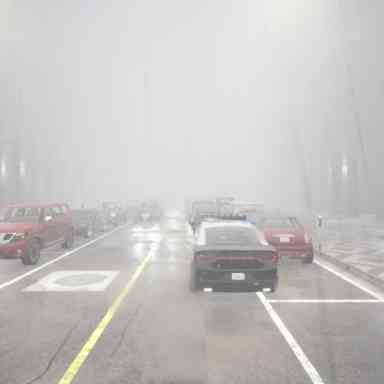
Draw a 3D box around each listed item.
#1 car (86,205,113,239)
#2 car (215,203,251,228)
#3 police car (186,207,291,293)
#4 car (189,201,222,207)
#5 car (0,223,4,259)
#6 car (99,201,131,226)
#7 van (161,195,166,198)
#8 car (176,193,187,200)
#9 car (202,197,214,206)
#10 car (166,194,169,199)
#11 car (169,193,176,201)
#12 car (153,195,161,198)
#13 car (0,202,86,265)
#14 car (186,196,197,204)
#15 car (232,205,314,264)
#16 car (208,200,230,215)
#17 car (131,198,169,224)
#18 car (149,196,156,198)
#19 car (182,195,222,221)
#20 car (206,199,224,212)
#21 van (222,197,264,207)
[{"bbox_3d":[-5.781,1.567,17.450,1.947,1.339,4.313,0,0,0],"label":"car"},{"bbox_3d":[2.737,1.546,23.106,1.887,1.381,4.507,0,0,0],"label":"car"},{"bbox_3d":[0.889,1.426,9.011,1.930,1.638,5.238,0,0,0],"label":"police car"},{"bbox_3d":[0.877,1.506,18.902,1.837,1.490,4.892,0,0,0],"label":"car"},{"bbox_3d":[-5.767,1.545,6.177,1.887,1.381,4.507,0,0,0],"label":"car"},{"bbox_3d":[-5.787,1.441,23.087,1.967,1.590,4.097,0,0,0],"label":"car"},{"bbox_3d":[-5.828,1.346,56.904,1.690,1.788,3.998,0,0,0],"label":"van"},{"bbox_3d":[-3.114,1.624,95.080,1.895,1.301,4.718,0,0,0],"label":"car"},{"bbox_3d":[2.696,1.570,56.927,1.947,1.339,4.313,0,0,0],"label":"car"},{"bbox_3d":[-5.835,1.531,62.370,1.752,1.417,4.829,0,0,0],"label":"car"},{"bbox_3d":[-5.863,1.330,85.086,2.192,1.841,5.009,0,0,0],"label":"car"},{"bbox_3d":[-5.815,1.443,45.631,1.967,1.590,4.097,0,0,0],"label":"car"},{"bbox_3d":[-5.773,1.316,11.813,2.192,1.841,5.009,0,0,0],"label":"car"},{"bbox_3d":[-0.078,1.570,64.525,1.994,1.385,4.181,0,0,0],"label":"car"},{"bbox_3d":[2.751,1.441,11.833,1.967,1.590,4.097,0,0,0],"label":"car"},{"bbox_3d":[2.723,1.568,34.380,1.947,1.339,4.313,0,0,0],"label":"car"},{"bbox_3d":[-3.128,1.493,24.933,2.128,1.511,4.902,0,0,0],"label":"car"},{"bbox_3d":[-5.808,1.528,39.825,1.752,1.417,4.829,0,0,0],"label":"car"},{"bbox_3d":[0.620,1.353,24.781,2.097,1.767,4.553,0,0,-5],"label":"car"},{"bbox_3d":[2.717,1.569,40.017,1.947,1.339,4.313,0,0,0],"label":"car"},{"bbox_3d":[2.745,1.342,17.470,1.690,1.788,3.998,0,0,0],"label":"van"}]
